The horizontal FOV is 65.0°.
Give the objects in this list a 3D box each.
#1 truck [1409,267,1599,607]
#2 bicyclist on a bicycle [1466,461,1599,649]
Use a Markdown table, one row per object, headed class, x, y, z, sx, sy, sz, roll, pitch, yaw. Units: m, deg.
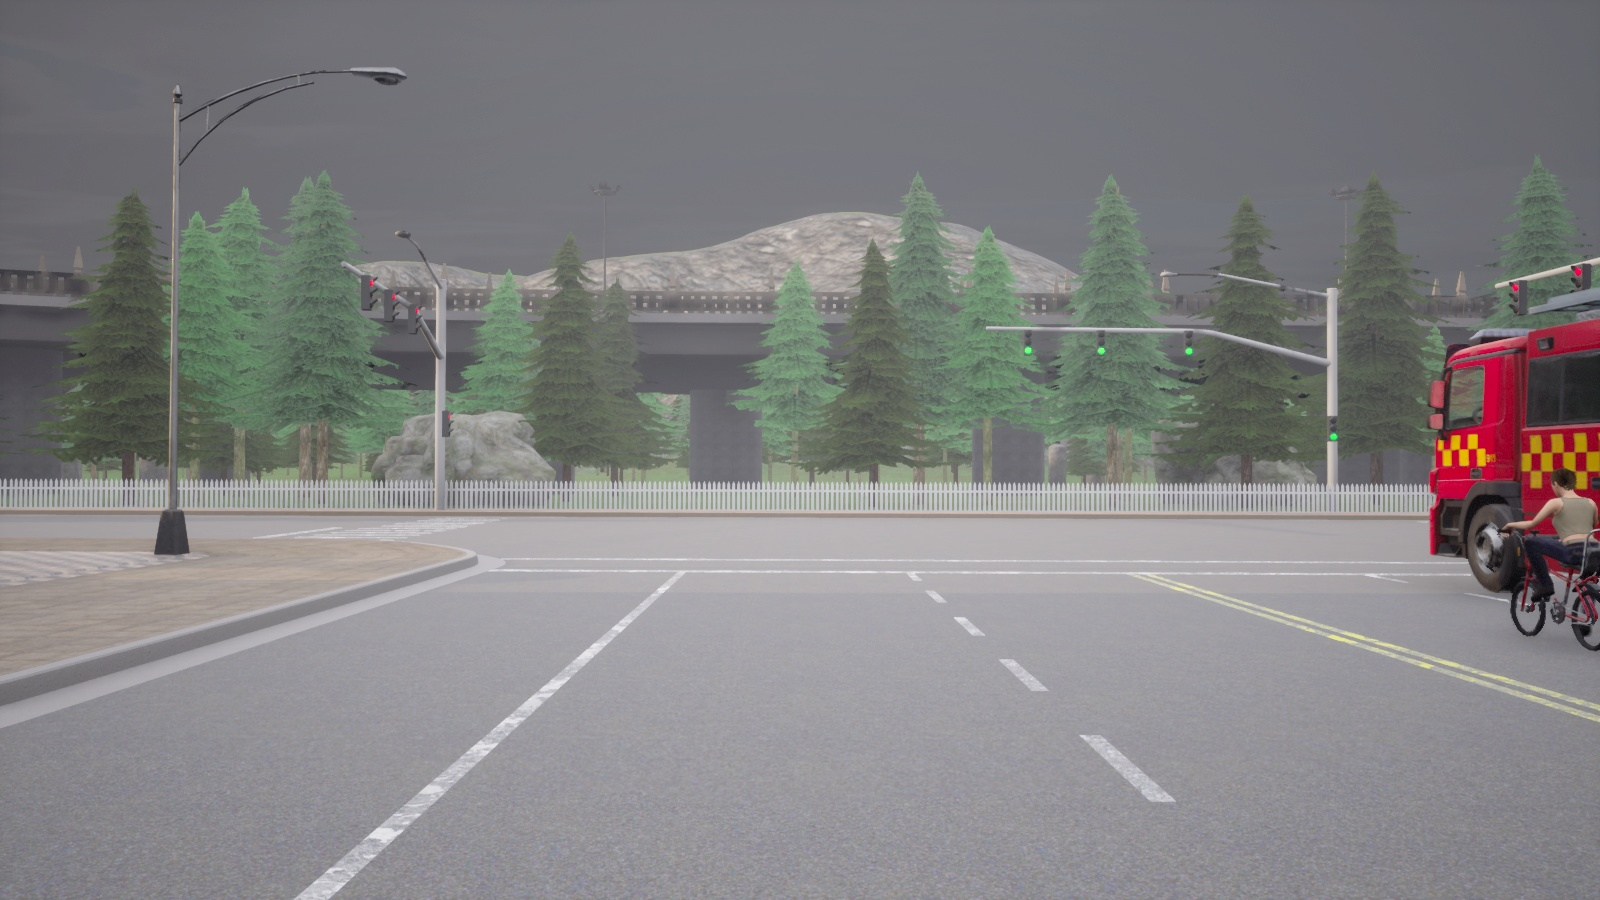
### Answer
| class | x | y | z | sx | sy | sz | roll | pitch | yaw |
| --- | --- | --- | --- | --- | --- | --- | --- | --- | --- |
| truck | 10.457 | -0.152 | 14.279 | 2.891 | 3.827 | 8.468 | 0 | -1 | 0 |
| bicyclist on a bicycle | 6.976 | 0.917 | 11.548 | 0.866 | 1.612 | 1.509 | 0 | -1 | -1 |
